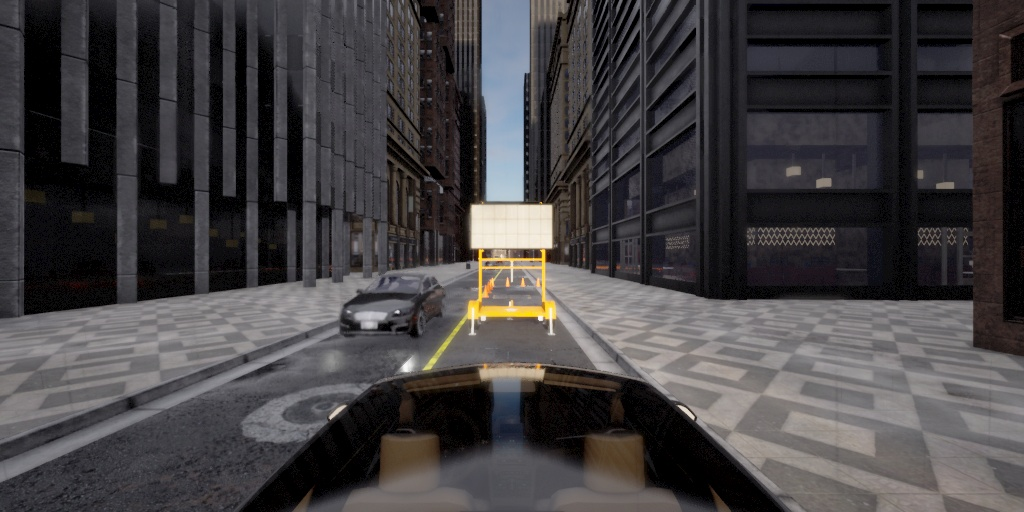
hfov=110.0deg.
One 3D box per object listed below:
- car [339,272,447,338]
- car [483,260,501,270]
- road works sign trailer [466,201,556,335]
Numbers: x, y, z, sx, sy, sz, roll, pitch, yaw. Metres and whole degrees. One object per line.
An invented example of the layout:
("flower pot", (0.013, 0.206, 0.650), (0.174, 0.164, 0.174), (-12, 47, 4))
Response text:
("car", (-3.105, 1.242, 10.255), (2.128, 1.511, 4.902), (0, 0, 0))
("car", (-3.120, 1.258, 52.994), (2.128, 1.511, 4.902), (0, 0, 0))
("road works sign trailer", (-0.001, 0.215, 10.480), (2.380, 3.560, 2.880), (0, 0, 0))
